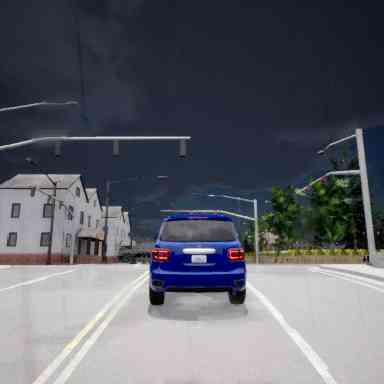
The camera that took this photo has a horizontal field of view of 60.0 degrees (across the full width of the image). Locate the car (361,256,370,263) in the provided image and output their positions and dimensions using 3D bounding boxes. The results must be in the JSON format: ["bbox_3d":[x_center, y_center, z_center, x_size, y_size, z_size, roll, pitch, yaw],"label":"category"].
[{"bbox_3d":[17.728,5.899,29.535,4.718,1.301,1.895,0,-12,1],"label":"car"}]

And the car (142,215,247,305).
[{"bbox_3d":[0.085,1.762,9.323,2.150,2.045,5.566,0,-7,-1],"label":"car"}]

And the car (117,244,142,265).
[{"bbox_3d":[-3.815,5.557,29.907,5.566,2.045,2.150,0,-13,1],"label":"car"}]
